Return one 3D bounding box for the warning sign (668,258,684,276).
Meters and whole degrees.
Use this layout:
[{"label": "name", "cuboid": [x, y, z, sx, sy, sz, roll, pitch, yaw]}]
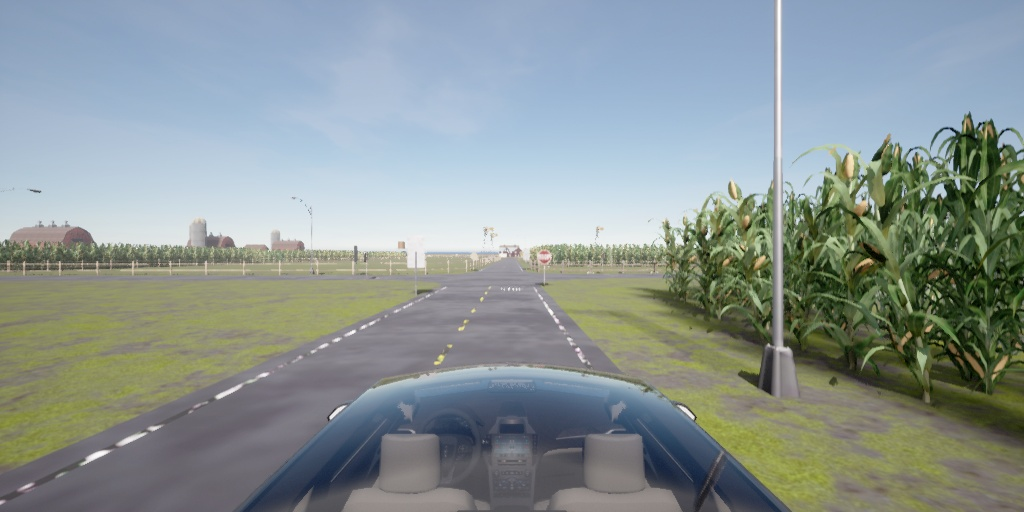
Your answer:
[{"label": "warning sign", "cuboid": [14.063, 0.851, 31.213, 1.060, 1.860, 1.300, 0, 0, -6]}]
